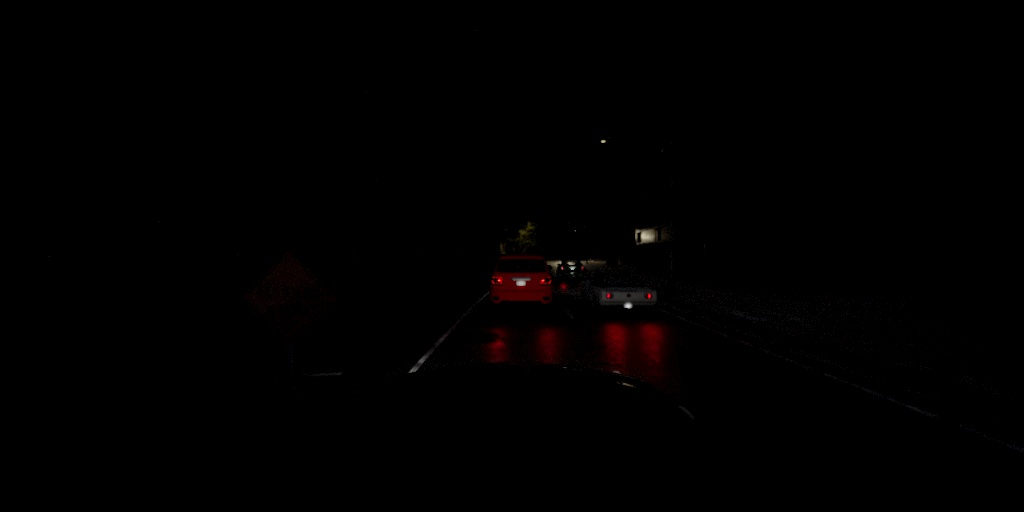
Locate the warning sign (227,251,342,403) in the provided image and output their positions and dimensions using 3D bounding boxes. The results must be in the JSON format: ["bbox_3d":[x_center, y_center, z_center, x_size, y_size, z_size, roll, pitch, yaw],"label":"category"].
[{"bbox_3d":[-3.035,0.856,4.907,1.300,1.860,1.060,0,0,1],"label":"warning sign"}]

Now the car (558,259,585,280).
[{"bbox_3d":[4.911,1.004,30.102,2.097,1.767,4.553,0,0,5],"label":"car"}]

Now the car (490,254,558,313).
[{"bbox_3d":[0.387,0.941,14.039,2.150,2.045,5.566,0,0,2],"label":"car"}]

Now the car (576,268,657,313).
[{"bbox_3d":[3.878,1.325,13.919,1.895,1.301,4.718,0,0,2],"label":"car"}]
